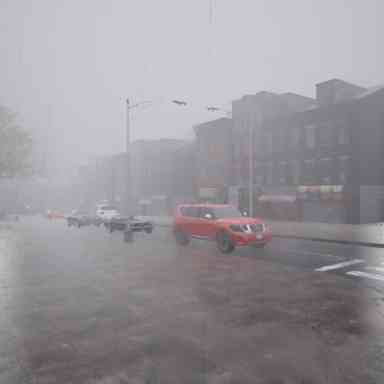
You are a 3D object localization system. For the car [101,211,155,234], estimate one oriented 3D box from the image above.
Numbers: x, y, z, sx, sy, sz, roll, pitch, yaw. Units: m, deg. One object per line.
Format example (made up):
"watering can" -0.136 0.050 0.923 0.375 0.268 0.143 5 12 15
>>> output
"car" -4.556 2.291 23.841 1.895 1.301 4.718 0 -2 -36

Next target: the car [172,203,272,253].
"car" 1.160 1.566 15.837 2.150 2.045 5.566 0 -2 -35

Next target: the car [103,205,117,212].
"car" -10.065 2.429 36.633 2.150 2.045 5.566 0 -2 -36

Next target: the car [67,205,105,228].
"car" -10.490 2.441 32.167 2.097 1.767 4.553 0 -2 -35

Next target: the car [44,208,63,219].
"car" -22.685 3.481 54.324 2.097 1.767 4.553 0 -2 -36
